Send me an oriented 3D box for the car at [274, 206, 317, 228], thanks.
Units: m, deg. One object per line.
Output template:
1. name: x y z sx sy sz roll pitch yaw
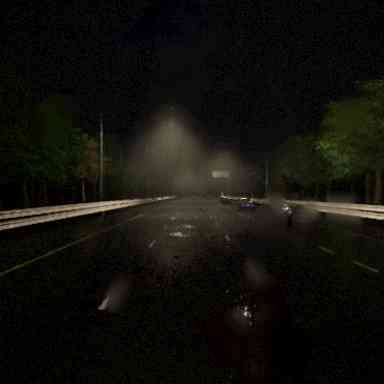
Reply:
1. car: 7.023 1.632 22.896 1.994 1.385 4.181 0 0 0

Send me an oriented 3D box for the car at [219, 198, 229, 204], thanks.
1. car: 7.285 1.931 75.015 1.994 1.385 4.181 0 0 0

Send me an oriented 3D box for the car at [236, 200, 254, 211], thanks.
1. car: 7.095 1.735 44.616 2.033 1.411 5.357 0 0 0
